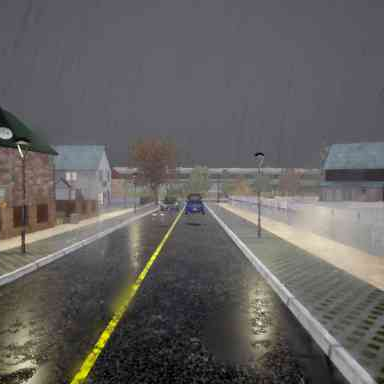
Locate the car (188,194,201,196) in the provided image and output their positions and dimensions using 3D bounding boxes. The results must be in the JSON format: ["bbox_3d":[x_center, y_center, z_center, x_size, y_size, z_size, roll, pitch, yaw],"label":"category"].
[{"bbox_3d":[0.339,1.219,44.268,2.150,2.045,5.566,0,0,0],"label":"car"}]

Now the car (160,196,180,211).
[{"bbox_3d":[-2.541,1.344,39.568,2.097,1.767,4.553,0,0,1],"label":"car"}]

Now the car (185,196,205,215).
[{"bbox_3d":[0.284,1.468,33.735,1.882,1.535,5.008,0,0,0],"label":"car"}]
